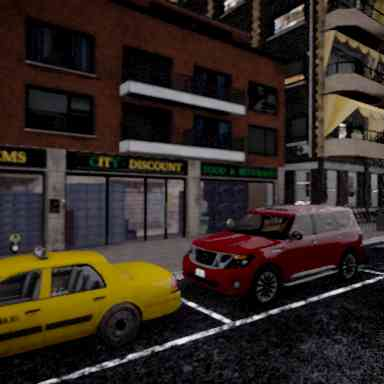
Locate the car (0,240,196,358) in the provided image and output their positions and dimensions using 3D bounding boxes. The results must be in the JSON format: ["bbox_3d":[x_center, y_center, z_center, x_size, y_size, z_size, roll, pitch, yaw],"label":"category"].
[{"bbox_3d":[-2.458,1.523,4.792,4.829,1.417,1.752,0,1,-35],"label":"car"}]

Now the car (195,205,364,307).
[{"bbox_3d":[2.217,1.287,8.122,5.009,1.841,2.192,0,1,-35],"label":"car"}]
